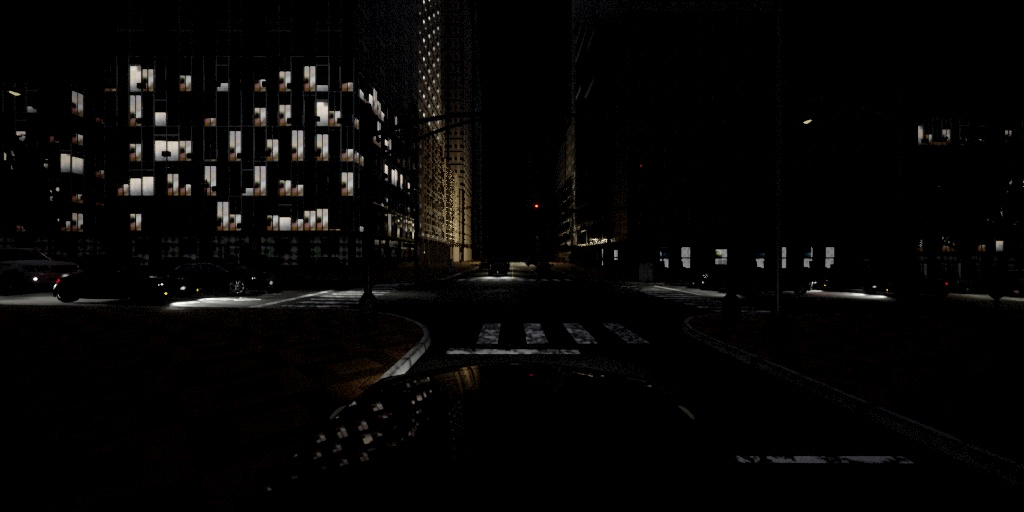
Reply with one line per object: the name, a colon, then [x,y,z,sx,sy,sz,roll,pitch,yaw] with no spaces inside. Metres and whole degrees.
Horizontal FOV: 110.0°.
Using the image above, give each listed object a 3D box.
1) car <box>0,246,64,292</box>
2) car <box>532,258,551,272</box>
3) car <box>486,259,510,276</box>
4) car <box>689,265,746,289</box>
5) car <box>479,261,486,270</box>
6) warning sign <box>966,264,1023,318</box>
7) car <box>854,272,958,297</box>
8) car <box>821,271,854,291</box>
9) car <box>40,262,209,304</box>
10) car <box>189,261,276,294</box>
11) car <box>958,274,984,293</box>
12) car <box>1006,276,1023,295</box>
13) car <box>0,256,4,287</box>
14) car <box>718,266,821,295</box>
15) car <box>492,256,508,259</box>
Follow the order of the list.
car: [-24.086,0.553,17.005,5.566,2.045,2.150,1,0,-2]
car: [4.053,1.329,46.644,1.948,1.339,4.313,0,0,0]
car: [-1.397,1.293,37.224,1.812,1.442,4.674,0,0,0]
car: [15.064,1.396,25.418,4.553,1.767,2.097,1,0,-3]
car: [-3.885,1.342,52.159,1.802,1.307,4.207,0,0,0]
warning sign: [17.306,1.204,12.804,1.060,1.860,1.300,0,0,-2]
car: [24.723,1.782,22.588,4.181,1.385,1.994,1,0,-3]
car: [23.686,1.763,25.810,4.181,1.385,1.994,1,0,-5]
car: [-15.044,1.063,14.147,4.181,1.385,1.994,1,0,-2]
car: [-14.246,1.004,17.443,4.902,1.511,2.128,1,0,-3]
car: [33.780,1.980,26.229,4.718,1.301,1.895,1,0,-3]
car: [34.486,1.745,23.005,4.553,1.767,2.097,1,0,-2]
car: [-23.691,0.832,13.773,4.902,1.511,2.128,1,0,-3]
car: [15.856,1.564,22.211,4.892,1.490,1.837,1,0,-4]
car: [-1.412,0.984,47.950,2.150,2.045,5.566,0,0,0]
